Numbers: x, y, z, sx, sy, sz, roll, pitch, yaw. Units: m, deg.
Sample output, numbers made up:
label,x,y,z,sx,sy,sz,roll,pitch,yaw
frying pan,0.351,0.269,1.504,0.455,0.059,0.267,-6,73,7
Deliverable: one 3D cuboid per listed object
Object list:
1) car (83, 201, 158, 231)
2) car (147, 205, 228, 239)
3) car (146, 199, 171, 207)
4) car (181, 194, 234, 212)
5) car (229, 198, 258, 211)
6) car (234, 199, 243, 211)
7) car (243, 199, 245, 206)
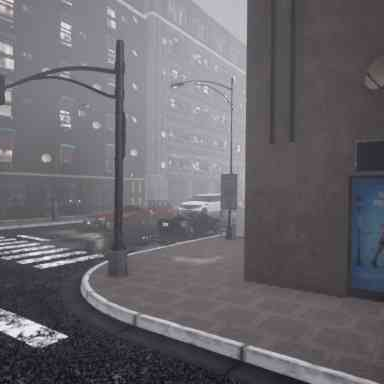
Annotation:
label,x,y,z,sx,sy,sz,roll,pitch,yaw
car,-4.530,1.487,20.820,1.812,1.442,4.674,1,1,35
car,-0.081,1.599,17.733,1.947,1.339,4.313,1,1,35
car,-3.322,1.362,26.830,1.967,1.590,4.097,1,1,35
car,1.144,1.171,28.905,2.150,2.045,5.566,1,1,35
car,6.302,1.483,40.556,1.802,1.307,4.206,1,1,35
car,3.096,1.223,35.979,2.192,1.841,5.009,1,1,35
car,7.017,1.289,37.261,2.097,1.767,4.553,1,1,35
